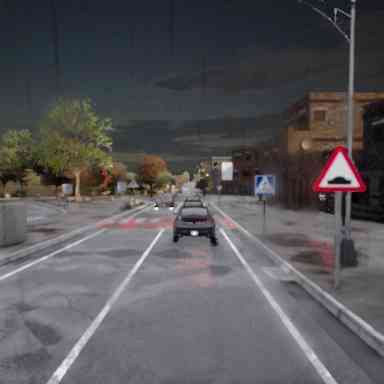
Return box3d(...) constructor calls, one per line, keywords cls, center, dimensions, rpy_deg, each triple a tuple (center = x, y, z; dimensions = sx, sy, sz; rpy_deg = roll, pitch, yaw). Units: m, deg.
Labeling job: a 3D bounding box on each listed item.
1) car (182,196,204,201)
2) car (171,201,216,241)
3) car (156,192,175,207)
box3d(cls="car", center=(0.100, 1.145, 32.898), dimensions=(2.128, 1.511, 4.902), rpy_deg=(0, 1, 0))
box3d(cls="car", center=(0.100, 1.392, 15.929), dimensions=(1.837, 1.490, 4.892), rpy_deg=(0, 1, 0))
box3d(cls="car", center=(-3.250, 0.901, 40.957), dimensions=(2.097, 1.767, 4.553), rpy_deg=(0, 1, 0))
